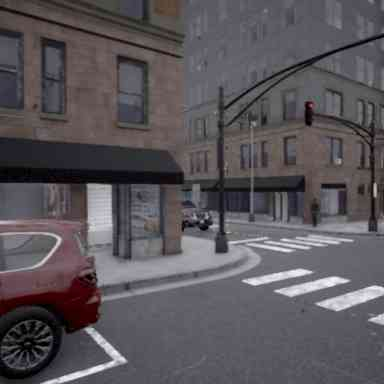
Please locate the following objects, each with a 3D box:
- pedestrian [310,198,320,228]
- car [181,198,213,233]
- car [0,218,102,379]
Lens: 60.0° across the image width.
[{"bbox_3d":[7.487,1.241,20.317,0.375,1.860,0.375,-1,0,-36],"label":"pedestrian"},{"bbox_3d":[-1.014,1.392,21.462,2.150,2.045,5.566,0,0,-36],"label":"car"},{"bbox_3d":[-3.609,1.311,3.971,5.009,1.841,2.192,0,-1,-35],"label":"car"}]
